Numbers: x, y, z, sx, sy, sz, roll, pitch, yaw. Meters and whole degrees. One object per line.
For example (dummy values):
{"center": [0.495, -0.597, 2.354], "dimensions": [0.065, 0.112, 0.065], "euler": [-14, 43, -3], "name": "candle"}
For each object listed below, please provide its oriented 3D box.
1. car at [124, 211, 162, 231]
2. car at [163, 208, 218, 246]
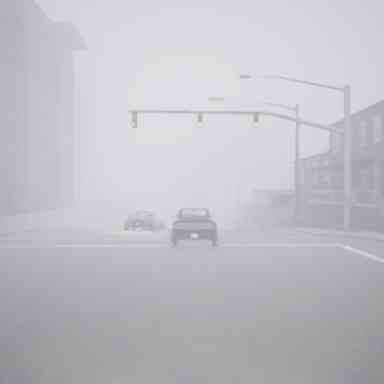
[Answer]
{"center": [-3.596, 2.089, 24.142], "dimensions": [1.994, 1.385, 4.181], "euler": [0, -4, 0], "name": "car"}
{"center": [0.090, 1.459, 14.853], "dimensions": [2.128, 1.511, 4.902], "euler": [0, -1, 0], "name": "car"}
